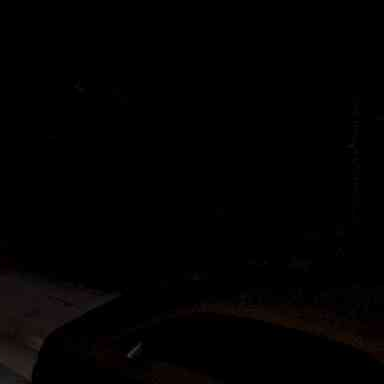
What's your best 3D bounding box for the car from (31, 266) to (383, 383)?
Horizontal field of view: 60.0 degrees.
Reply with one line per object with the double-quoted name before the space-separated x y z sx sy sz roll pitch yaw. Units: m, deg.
"car" 0.425 1.453 2.917 4.193 1.474 1.816 0 6 33
